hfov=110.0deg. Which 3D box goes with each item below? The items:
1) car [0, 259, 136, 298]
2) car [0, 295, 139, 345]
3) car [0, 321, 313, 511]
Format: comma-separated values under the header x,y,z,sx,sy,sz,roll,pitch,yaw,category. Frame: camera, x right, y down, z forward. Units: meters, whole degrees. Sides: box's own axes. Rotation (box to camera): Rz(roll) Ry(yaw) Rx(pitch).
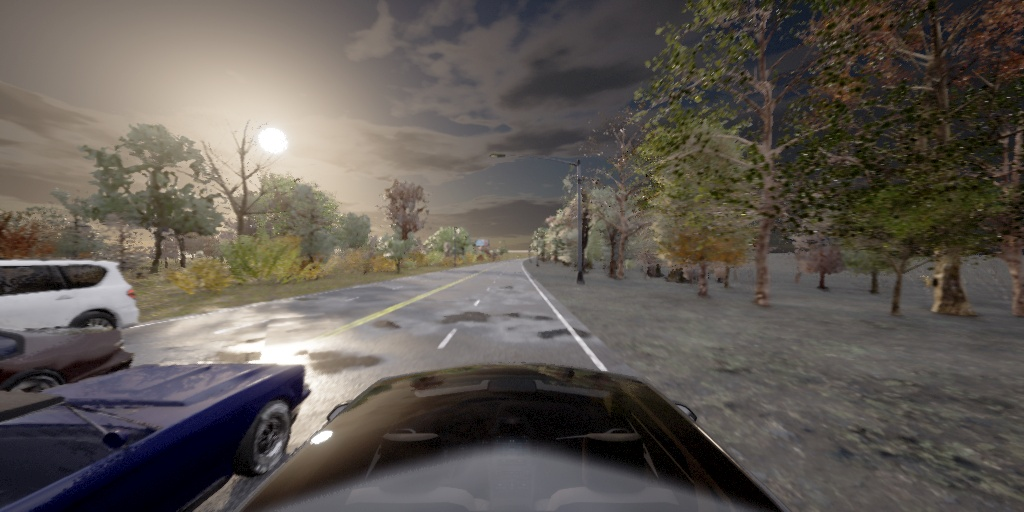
x,y,z,sx,sy,sz,roll,pitch,yaw,category
-9.845,1.063,6.045,2.150,2.045,5.566,0,-1,0,car
-6.599,1.344,2.941,2.033,1.411,5.357,0,-1,0,car
-3.149,1.369,1.842,1.895,1.301,4.718,0,-1,0,car
